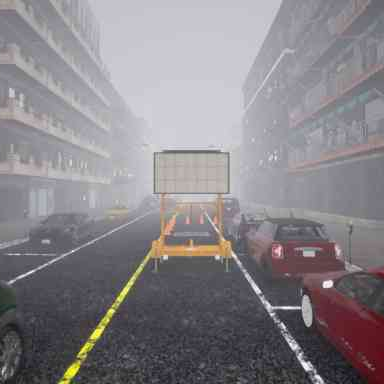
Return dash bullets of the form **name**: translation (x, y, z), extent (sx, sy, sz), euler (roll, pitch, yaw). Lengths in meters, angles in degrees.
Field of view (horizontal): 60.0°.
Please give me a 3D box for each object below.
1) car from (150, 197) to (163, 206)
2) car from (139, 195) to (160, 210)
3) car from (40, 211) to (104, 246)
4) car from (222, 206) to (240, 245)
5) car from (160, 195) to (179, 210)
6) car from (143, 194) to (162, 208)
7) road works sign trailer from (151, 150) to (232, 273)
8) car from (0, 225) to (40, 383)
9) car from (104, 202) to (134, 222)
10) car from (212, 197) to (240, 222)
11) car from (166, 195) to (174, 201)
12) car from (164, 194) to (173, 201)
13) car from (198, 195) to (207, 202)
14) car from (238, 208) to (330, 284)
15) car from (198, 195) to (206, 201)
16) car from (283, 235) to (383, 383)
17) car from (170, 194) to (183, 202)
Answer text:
- **car**: translation (-5.768, 1.570, 54.645), extent (1.802, 1.307, 4.206), euler (0, 0, 0)
- **car**: translation (-5.751, 1.432, 43.372), extent (1.967, 1.590, 4.097), euler (0, 0, 0)
- **car**: translation (-5.711, 1.565, 15.188), extent (1.947, 1.339, 4.313), euler (0, 0, 0)
- **car**: translation (2.670, 1.550, 15.197), extent (2.008, 1.369, 4.403), euler (0, 0, 0)
- **car**: translation (-3.162, 1.469, 43.904), extent (1.882, 1.535, 5.008), euler (0, 0, 0)
- **car**: translation (-5.758, 1.305, 49.008), extent (2.192, 1.841, 5.009), euler (0, 0, 0)
- **road works sign trailer**: translation (-0.015, 0.464, 10.690), extent (2.380, 3.560, 2.880), euler (0, 0, 0)
- **car**: translation (-3.103, 1.352, 2.159), extent (2.097, 1.767, 4.553), euler (0, 0, 0)
- **car**: translation (-5.727, 1.523, 26.292), extent (1.752, 1.417, 4.829), euler (0, 0, 0)
- **car**: translation (2.655, 1.312, 26.471), extent (2.192, 1.841, 5.009), euler (0, 0, 0)
- **car**: translation (-5.816, 1.516, 88.463), extent (1.887, 1.381, 4.507), euler (0, 0, 0)
- **car**: translation (-5.808, 1.414, 82.826), extent (1.967, 1.590, 4.097), euler (0, 0, 0)
- **car**: translation (2.580, 1.503, 77.368), extent (1.752, 1.417, 4.829), euler (0, 0, 0)
- **car**: translation (2.678, 1.440, 9.562), extent (1.967, 1.590, 4.097), euler (0, 0, 0)
- **car**: translation (2.564, 1.516, 88.471), extent (1.887, 1.381, 4.507), euler (0, 0, 0)
- **car**: translation (2.686, 1.545, 3.925), extent (1.887, 1.381, 4.507), euler (0, 0, 0)
- **car**: translation (-3.102, 1.332, 71.382), extent (2.097, 1.767, 4.553), euler (0, 0, 0)
